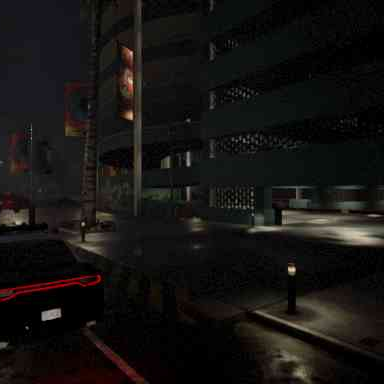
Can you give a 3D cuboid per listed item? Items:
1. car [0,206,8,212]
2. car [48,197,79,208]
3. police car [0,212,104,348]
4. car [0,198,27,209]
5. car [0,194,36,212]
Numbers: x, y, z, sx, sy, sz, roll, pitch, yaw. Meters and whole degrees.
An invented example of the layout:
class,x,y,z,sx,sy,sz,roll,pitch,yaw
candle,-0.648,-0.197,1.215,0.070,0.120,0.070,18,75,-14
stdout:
class,x,y,z,sx,sy,sz,roll,pitch,yaw
car,-9.496,1.476,14.295,1.882,1.535,5.008,0,0,-38
car,-18.067,1.474,47.063,1.882,1.535,5.008,0,0,17
police car,-3.450,1.425,6.469,1.930,1.638,5.238,0,0,-38
car,-25.431,1.597,46.152,1.895,1.301,4.718,0,0,13
car,-19.329,1.218,36.493,2.150,2.045,5.566,0,0,0
